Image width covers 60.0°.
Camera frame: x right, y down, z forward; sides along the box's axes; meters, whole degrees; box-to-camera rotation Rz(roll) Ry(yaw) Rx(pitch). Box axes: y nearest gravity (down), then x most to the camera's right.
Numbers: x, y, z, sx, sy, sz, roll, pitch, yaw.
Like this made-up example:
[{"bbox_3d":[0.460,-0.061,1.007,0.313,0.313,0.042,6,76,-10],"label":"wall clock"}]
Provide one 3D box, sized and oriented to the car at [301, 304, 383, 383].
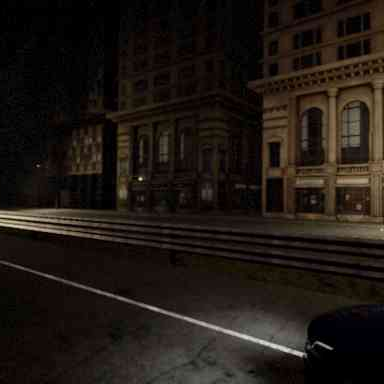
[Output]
[{"bbox_3d":[3.337,1.627,2.765,4.674,1.442,1.812,0,-1,39],"label":"car"}]
